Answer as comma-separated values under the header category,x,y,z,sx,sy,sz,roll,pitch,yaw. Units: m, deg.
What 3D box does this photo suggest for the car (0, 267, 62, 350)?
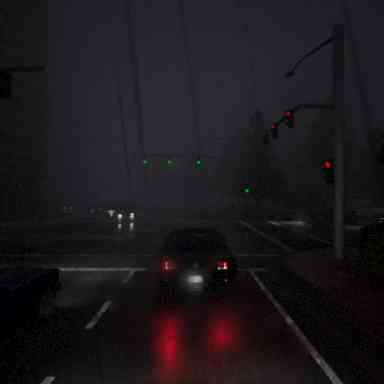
category,x,y,z,sx,sy,sz,roll,pitch,yaw
car,-3.430,1.650,4.301,1.895,1.301,4.718,0,-1,0

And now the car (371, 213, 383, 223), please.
category,x,y,z,sx,sy,sz,roll,pitch,yaw
car,15.748,1.827,24.277,4.892,1.490,1.837,0,-1,0

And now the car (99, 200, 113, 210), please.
category,x,y,z,sx,sy,sz,roll,pitch,yaw
car,-12.580,2.051,52.157,1.882,1.535,5.008,0,-1,-31

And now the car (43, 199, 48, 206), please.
category,x,y,z,sx,sy,sz,roll,pitch,yaw
car,-32.928,2.304,73.089,4.892,1.490,1.837,0,-1,16

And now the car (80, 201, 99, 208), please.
category,x,y,z,sx,sy,sz,roll,pitch,yaw
car,-18.233,2.257,59.691,1.895,1.301,4.718,1,-1,-44

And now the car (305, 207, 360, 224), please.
category,x,y,z,sx,sy,sz,roll,pitch,yaw
car,11.707,1.925,27.816,4.181,1.385,1.994,0,-1,1

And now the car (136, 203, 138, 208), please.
category,x,y,z,sx,sy,sz,roll,pitch,yaw
car,-10.983,2.171,56.760,2.033,1.411,5.357,0,-1,-34

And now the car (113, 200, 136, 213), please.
category,x,y,z,sx,sy,sz,roll,pitch,yaw
car,-8.917,2.007,43.779,1.812,1.442,4.674,0,-1,-18

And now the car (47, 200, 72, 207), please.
category,x,y,z,sx,sy,sz,roll,pitch,yaw
car,-26.035,2.252,66.185,4.674,1.442,1.812,0,-1,31

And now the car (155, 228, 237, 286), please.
category,x,y,z,sx,sy,sz,roll,pitch,yaw
car,0.091,1.709,9.729,1.895,1.301,4.718,0,-1,0
